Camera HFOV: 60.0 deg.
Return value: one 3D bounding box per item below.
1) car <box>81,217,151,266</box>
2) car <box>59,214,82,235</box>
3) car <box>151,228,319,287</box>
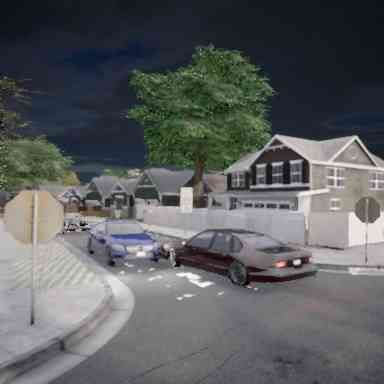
[{"bbox_3d":[-2.817,1.837,13.020,1.812,1.442,4.674,1,-2,-29],"label":"car"},{"bbox_3d":[-8.476,2.194,23.212,1.895,1.301,4.718,2,-2,-32],"label":"car"},{"bbox_3d":[1.093,1.827,10.214,2.033,1.411,5.357,2,-2,-37],"label":"car"}]
